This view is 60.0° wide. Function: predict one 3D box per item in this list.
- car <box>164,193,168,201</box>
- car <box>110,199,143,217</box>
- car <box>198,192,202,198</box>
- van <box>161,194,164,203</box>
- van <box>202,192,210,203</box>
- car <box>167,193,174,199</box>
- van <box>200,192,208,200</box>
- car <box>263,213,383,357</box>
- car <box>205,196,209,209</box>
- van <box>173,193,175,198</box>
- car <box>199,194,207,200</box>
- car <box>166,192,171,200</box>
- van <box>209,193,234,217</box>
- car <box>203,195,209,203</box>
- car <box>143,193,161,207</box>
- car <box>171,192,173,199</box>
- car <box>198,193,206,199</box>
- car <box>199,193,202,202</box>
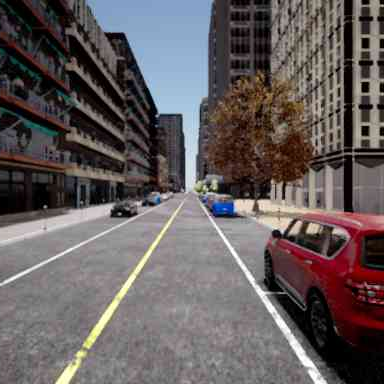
[{"bbox_3d":[-5.787,1.177,56.890,2.008,1.369,4.403,0,0,0],"label":"car"},{"bbox_3d":[-5.737,1.360,28.576,1.947,1.339,4.313,0,0,0],"label":"car"},{"bbox_3d":[2.582,1.150,62.568,2.008,1.369,4.403,0,0,0],"label":"car"},{"bbox_3d":[-5.777,0.995,51.228,1.690,1.788,3.998,0,0,0],"label":"van"},{"bbox_3d":[2.613,1.025,45.578,1.690,1.788,3.998,0,0,0],"label":"van"},{"bbox_3d":[-5.847,1.015,90.703,1.752,1.417,4.829,0,0,0],"label":"car"},{"bbox_3d":[2.563,0.895,73.894,1.690,1.788,3.998,0,0,0],"label":"van"},{"bbox_3d":[2.684,1.266,5.935,2.192,1.841,5.009,0,0,0],"label":"car"},{"bbox_3d":[2.633,1.337,34.255,1.802,1.307,4.206,0,0,0],"label":"car"},{"bbox_3d":[-5.837,0.852,85.208,1.690,1.788,3.998,0,0,0],"label":"van"},{"bbox_3d":[2.553,1.077,79.559,1.887,1.381,4.507,0,0,0],"label":"car"},{"bbox_3d":[-5.808,1.104,68.046,1.752,1.417,4.829,0,0,0],"label":"car"},{"bbox_3d":[2.644,1.134,28.589,1.690,1.788,3.998,0,0,0],"label":"van"},{"bbox_3d":[2.623,1.301,39.916,1.802,1.307,4.206,0,0,0],"label":"car"},{"bbox_3d":[-5.767,1.252,45.564,1.947,1.339,4.313,0,0,0],"label":"car"},{"bbox_3d":[-5.818,1.106,73.880,2.008,1.369,4.403,0,0,0],"label":"car"},{"bbox_3d":[2.543,1.060,85.223,2.008,1.369,4.403,0,0,0],"label":"car"},{"bbox_3d":[2.592,1.206,56.905,1.802,1.307,4.206,0,0,0],"label":"car"}]
